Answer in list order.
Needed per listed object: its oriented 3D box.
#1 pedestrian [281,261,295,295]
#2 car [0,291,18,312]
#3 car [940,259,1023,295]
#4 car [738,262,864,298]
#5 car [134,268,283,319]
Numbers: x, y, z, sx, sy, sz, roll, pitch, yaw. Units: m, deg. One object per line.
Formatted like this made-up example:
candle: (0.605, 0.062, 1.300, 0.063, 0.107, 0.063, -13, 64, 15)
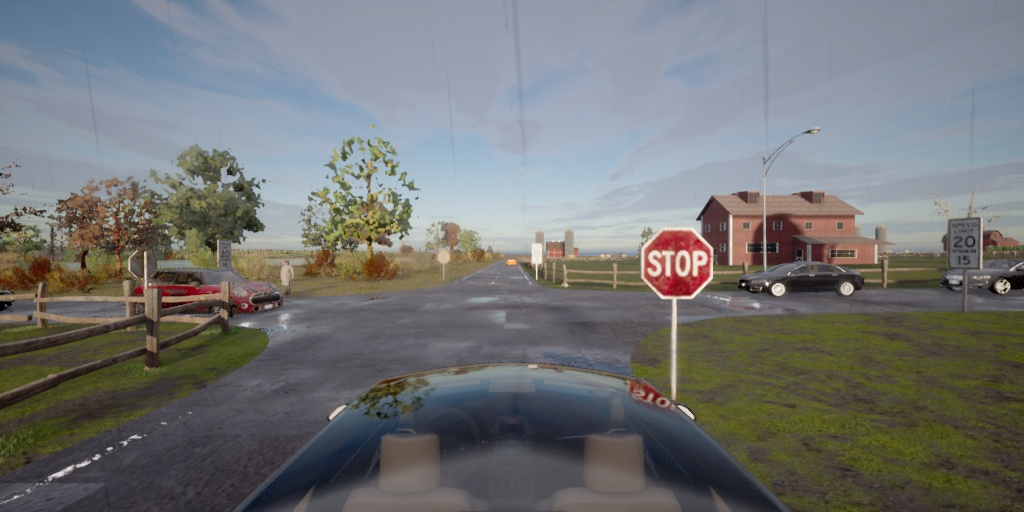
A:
pedestrian: (-12.181, 1.160, 19.444, 0.375, 1.860, 0.375, 0, 1, 0)
car: (-22.142, 1.647, 13.583, 4.718, 1.301, 1.895, -1, 0, 1)
car: (22.438, 0.882, 16.192, 4.902, 1.511, 2.128, -1, 0, 0)
car: (12.983, 1.033, 16.296, 4.892, 1.490, 1.837, -1, 0, 2)
car: (-10.925, 1.246, 13.065, 4.553, 1.767, 2.097, -1, 1, 7)
